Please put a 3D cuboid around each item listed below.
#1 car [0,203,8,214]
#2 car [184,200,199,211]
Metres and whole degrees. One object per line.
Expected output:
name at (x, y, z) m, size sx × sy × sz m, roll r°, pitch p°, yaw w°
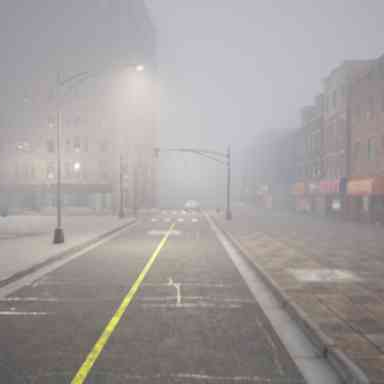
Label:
car at (-24.160, 1.901, 38.937) m, size 4.892 × 1.490 × 1.837 m, roll -1°, pitch 0°, yaw 9°
car at (0.037, 1.865, 46.473) m, size 1.812 × 1.442 × 4.674 m, roll 0°, pitch 0°, yaw 1°
